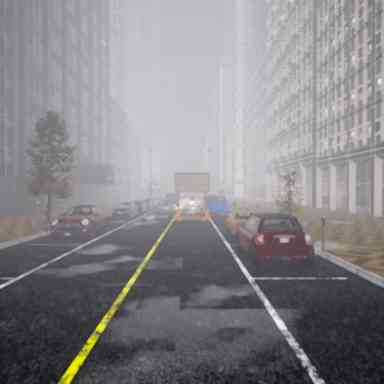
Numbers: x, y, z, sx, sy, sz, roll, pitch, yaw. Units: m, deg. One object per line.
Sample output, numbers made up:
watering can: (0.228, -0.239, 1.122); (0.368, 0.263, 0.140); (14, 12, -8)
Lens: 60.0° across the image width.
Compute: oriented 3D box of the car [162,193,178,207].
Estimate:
car: (-3.092, 1.135, 50.954); (2.150, 2.045, 5.566); (0, 0, 0)

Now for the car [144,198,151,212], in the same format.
car: (-5.707, 1.508, 34.290); (1.947, 1.339, 4.313); (-1, 0, 0)

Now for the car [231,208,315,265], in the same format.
car: (2.678, 1.420, 11.558); (1.967, 1.590, 4.097); (-1, 0, 0)

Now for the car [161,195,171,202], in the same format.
car: (-5.716, 1.425, 74.075); (2.008, 1.369, 4.403); (-1, 0, 0)

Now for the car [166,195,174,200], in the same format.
car: (-5.718, 1.436, 85.442); (1.802, 1.307, 4.206); (-1, 0, 0)

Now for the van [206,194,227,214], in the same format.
van: (2.672, 1.283, 34.292); (1.690, 1.788, 3.998); (-1, 0, 0)

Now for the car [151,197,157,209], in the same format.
car: (-5.708, 1.477, 39.974); (1.887, 1.381, 4.507); (-1, 0, 0)

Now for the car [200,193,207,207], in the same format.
car: (2.669, 1.237, 45.659); (2.192, 1.841, 5.009); (-1, 0, 0)

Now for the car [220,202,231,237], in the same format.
car: (2.678, 1.496, 17.411); (1.752, 1.417, 4.829); (-1, 0, 0)

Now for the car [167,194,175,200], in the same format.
car: (-5.721, 1.284, 91.126); (1.967, 1.590, 4.097); (-1, 0, 0)

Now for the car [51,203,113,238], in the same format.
car: (-5.704, 1.411, 17.239); (1.967, 1.590, 4.097); (-1, 0, 0)

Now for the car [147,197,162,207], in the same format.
car: (-5.710, 1.495, 51.341); (1.802, 1.307, 4.206); (-1, 0, 0)

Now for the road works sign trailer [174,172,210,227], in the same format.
road works sign trailer: (0.009, 0.426, 22.656); (2.380, 3.560, 2.880); (0, 0, 0)

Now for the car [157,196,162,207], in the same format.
car: (-5.710, 1.473, 45.657); (2.008, 1.369, 4.403); (-1, 0, 0)

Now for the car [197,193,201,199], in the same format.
car: (2.665, 1.424, 74.077); (2.008, 1.369, 4.403); (-1, 0, 0)

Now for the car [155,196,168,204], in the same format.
car: (-5.714, 1.444, 62.708); (2.008, 1.369, 4.403); (-1, 0, 0)

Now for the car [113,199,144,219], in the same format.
car: (-5.705, 1.502, 28.606); (2.008, 1.369, 4.403); (-1, 0, 0)

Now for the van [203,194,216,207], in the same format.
van: (2.668, 1.254, 51.343); (1.690, 1.788, 3.998); (-1, 0, 0)
